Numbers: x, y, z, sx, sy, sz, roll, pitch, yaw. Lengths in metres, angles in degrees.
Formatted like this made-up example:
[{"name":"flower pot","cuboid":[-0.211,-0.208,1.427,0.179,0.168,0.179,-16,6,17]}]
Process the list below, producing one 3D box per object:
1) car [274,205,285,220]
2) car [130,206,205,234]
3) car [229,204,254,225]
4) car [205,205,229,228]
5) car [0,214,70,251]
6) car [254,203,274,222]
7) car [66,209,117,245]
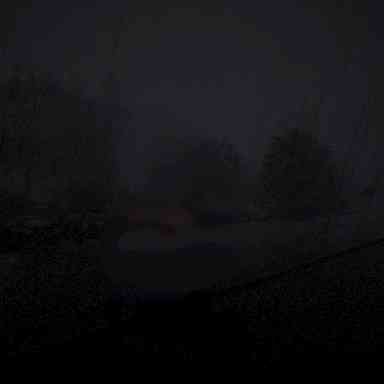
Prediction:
[{"name":"car","cuboid":[5.845,1.725,29.540,2.231,1.521,4.892,-1,-1,-44]},{"name":"car","cuboid":[-1.940,1.811,21.740,1.946,1.575,5.366,0,-1,-44]},{"name":"car","cuboid":[1.882,1.777,25.714,2.231,1.521,4.892,-1,-1,-44]},{"name":"car","cuboid":[-0.108,1.830,23.815,2.163,1.488,4.792,0,-1,-44]},{"name":"car","cuboid":[-8.000,1.893,16.116,2.002,1.452,4.674,0,-1,-44]},{"name":"car","cuboid":[3.866,1.751,27.622,2.097,1.535,5.008,-1,-1,-44]},{"name":"car","cuboid":[-6.001,1.721,18.021,2.185,1.767,4.553,0,-1,-44]}]
